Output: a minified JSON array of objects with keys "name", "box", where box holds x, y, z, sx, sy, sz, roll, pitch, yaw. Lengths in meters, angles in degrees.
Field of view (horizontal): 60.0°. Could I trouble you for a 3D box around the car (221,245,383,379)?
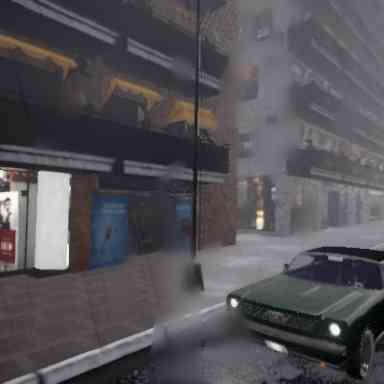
[{"name":"car","box":[2.600,1.720,5.911,1.895,1.301,4.718,-1,-2,43]}]
